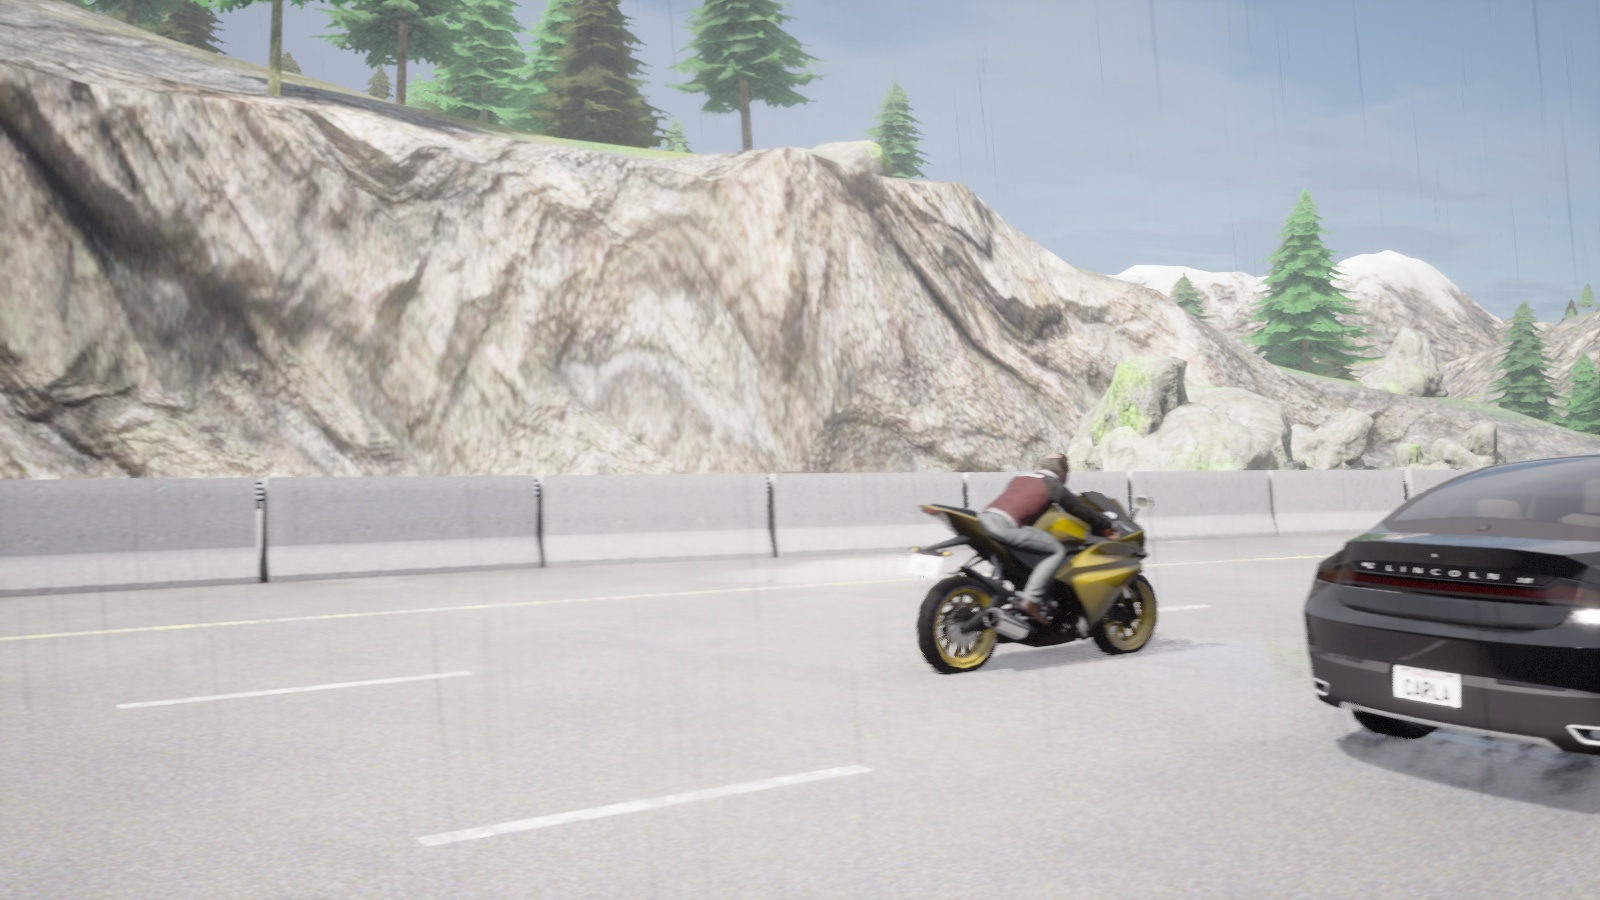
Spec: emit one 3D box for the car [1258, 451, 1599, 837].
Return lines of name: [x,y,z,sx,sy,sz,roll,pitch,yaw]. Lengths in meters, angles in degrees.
car: [4.838,0.754,6.689,4.892,1.490,1.837,0,-1,-31]

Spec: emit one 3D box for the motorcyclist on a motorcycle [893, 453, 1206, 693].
motorcyclist on a motorcycle: [1.814,0.795,9.008,2.191,1.530,0.866,0,1,-32]
